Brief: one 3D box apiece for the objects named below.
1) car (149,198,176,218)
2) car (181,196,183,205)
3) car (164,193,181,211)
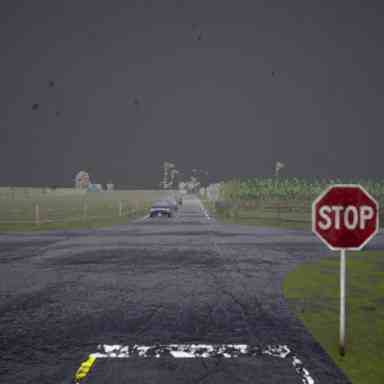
[{"bbox_3d":[-2.775,1.531,30.627,2.033,1.411,5.357,0,0,-1],"label":"car"},{"bbox_3d":[-2.756,1.170,56.521,2.150,2.045,5.566,0,1,0],"label":"car"},{"bbox_3d":[-2.791,1.326,41.059,2.097,1.767,4.553,0,0,0],"label":"car"}]
